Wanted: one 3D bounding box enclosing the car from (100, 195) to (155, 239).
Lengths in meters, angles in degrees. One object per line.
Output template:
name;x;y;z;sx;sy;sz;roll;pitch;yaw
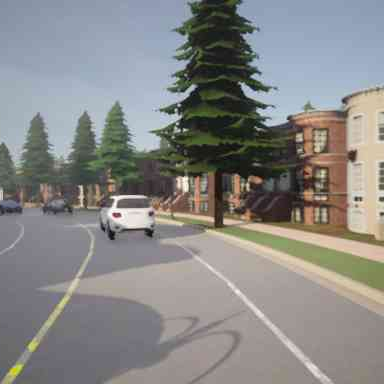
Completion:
car;-3.528;1.188;17.554;2.150;2.045;5.566;0;0;-21

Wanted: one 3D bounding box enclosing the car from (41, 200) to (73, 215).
car;-13.548;1.514;33.456;1.812;1.442;4.674;0;0;-42

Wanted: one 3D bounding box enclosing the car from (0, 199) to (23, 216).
car;-18.734;1.505;33.677;1.882;1.535;5.008;-1;0;-44
